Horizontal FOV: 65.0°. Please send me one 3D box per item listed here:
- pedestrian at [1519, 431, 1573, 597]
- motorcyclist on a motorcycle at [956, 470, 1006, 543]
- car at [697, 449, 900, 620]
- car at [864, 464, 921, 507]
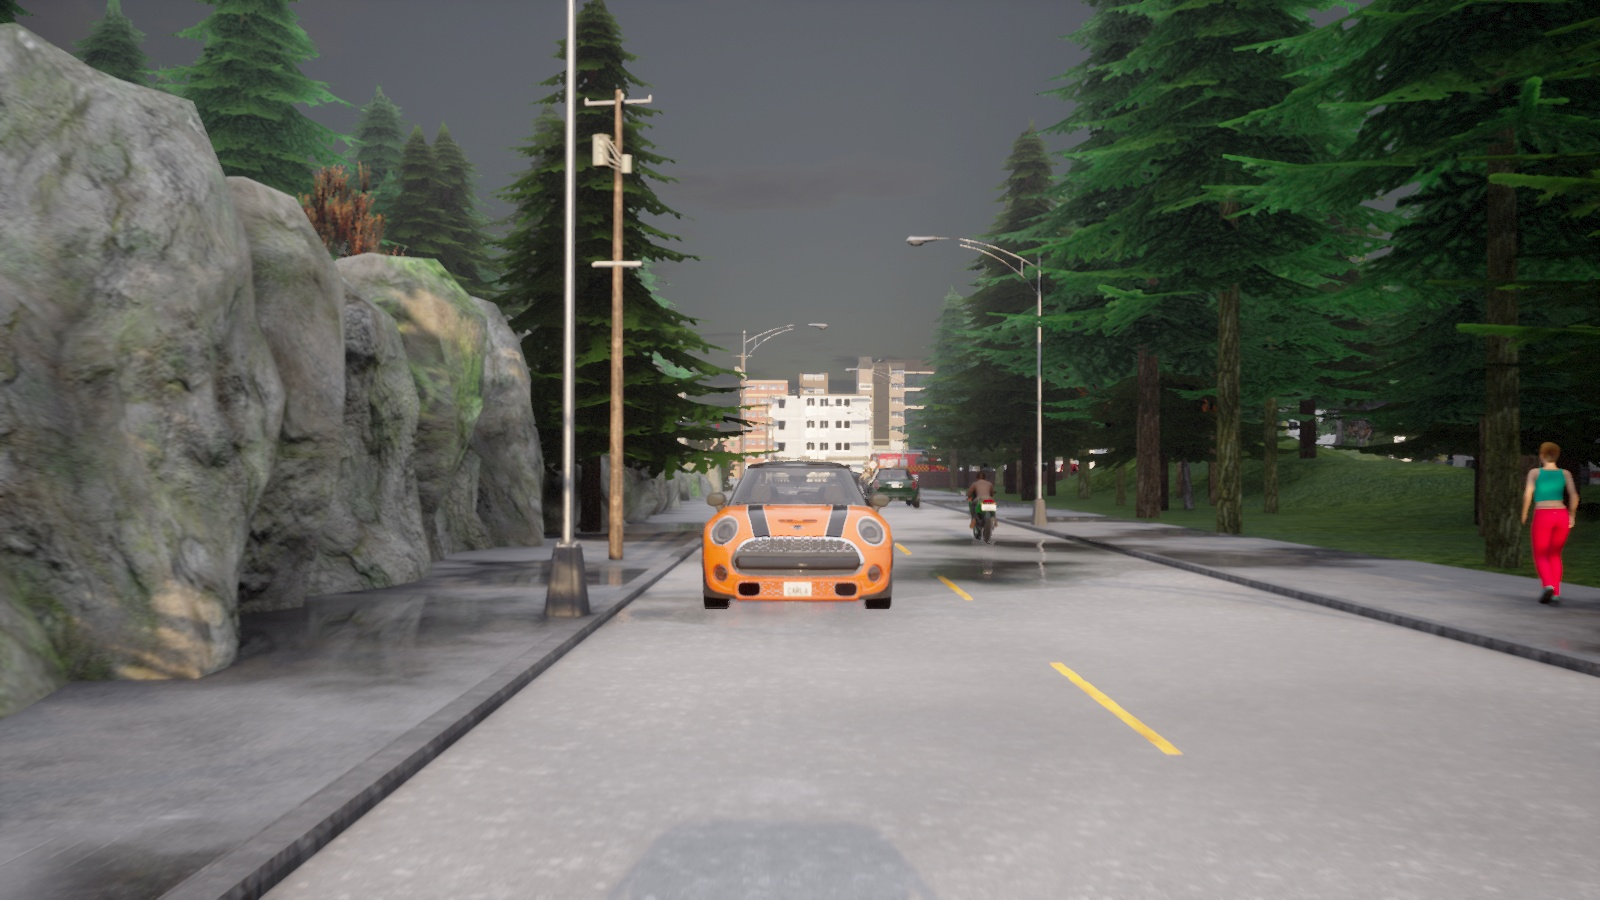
[{"bbox_3d":[8.444,0.712,14.219,0.345,1.836,0.594,0,-1,13],"label":"pedestrian"},{"bbox_3d":[3.968,1.212,27.610,0.797,1.523,2.044,0,-1,0],"label":"motorcyclist on a motorcycle"},{"bbox_3d":[-0.019,0.911,15.325,2.097,1.767,4.553,0,-1,0],"label":"car"},{"bbox_3d":[3.938,1.506,54.242,2.097,1.767,4.553,0,-1,0],"label":"car"}]
